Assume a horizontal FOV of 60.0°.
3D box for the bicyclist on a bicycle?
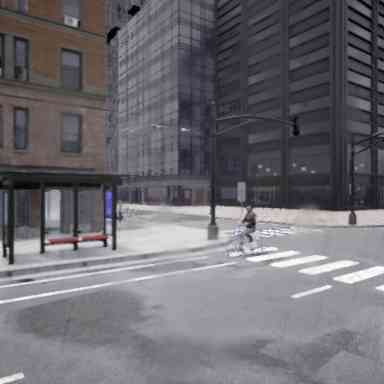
[{"bbox_3d":[1.872,1.363,11.652,1.843,1.776,0.659,0,0,-35],"label":"bicyclist on a bicycle"}]
